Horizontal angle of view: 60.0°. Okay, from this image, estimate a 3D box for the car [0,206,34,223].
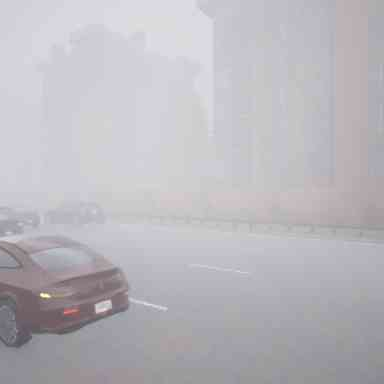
[{"bbox_3d":[-9.384,1.526,14.985,4.674,1.442,1.812,0,0,36],"label":"car"}]

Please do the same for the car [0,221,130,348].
[{"bbox_3d":[-3.181,1.526,6.260,4.674,1.442,1.812,0,0,36],"label":"car"}]

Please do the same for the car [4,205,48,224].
[{"bbox_3d":[-11.209,1.525,20.588,4.674,1.442,1.812,0,0,36],"label":"car"}]

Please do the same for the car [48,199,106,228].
[{"bbox_3d":[-7.999,1.352,22.596,4.553,1.767,2.097,0,0,36],"label":"car"}]
